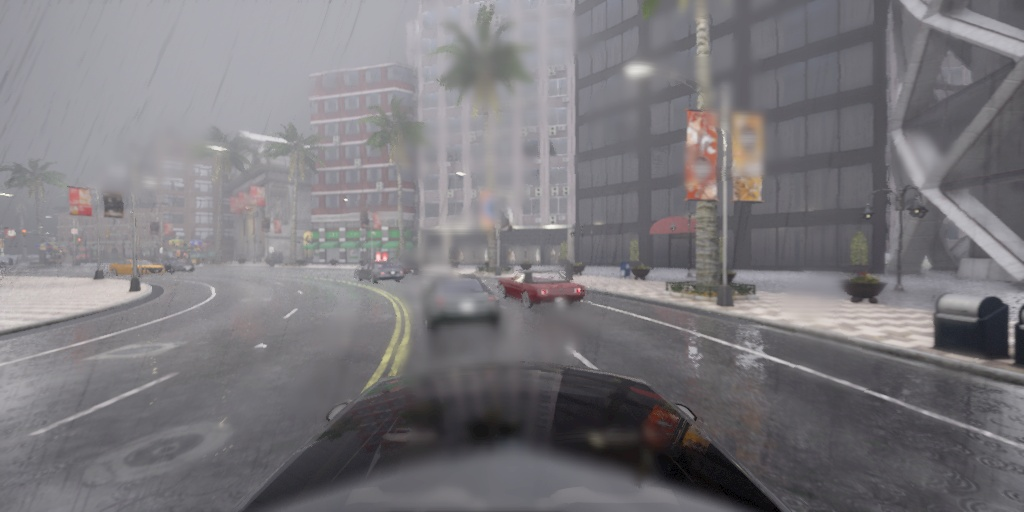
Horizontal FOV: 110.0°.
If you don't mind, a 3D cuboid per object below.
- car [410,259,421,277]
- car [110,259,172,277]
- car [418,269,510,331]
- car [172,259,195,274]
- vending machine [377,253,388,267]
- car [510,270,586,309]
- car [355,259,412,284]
[{"bbox_3d":[-9.376,0.988,29.911,1.837,1.490,4.892,0,0,-44],"label":"car"},{"bbox_3d":[-34.017,1.053,32.604,5.008,1.535,1.882,0,1,17],"label":"car"},{"bbox_3d":[-1.664,1.221,10.857,1.994,1.385,4.181,0,1,-16],"label":"car"},{"bbox_3d":[-34.676,1.027,36.455,4.902,1.511,2.128,0,1,16],"label":"car"},{"bbox_3d":[-16.123,0.550,44.522,0.880,2.100,1.100,0,0,30],"label":"vending machine"},{"bbox_3d":[0.919,1.208,14.195,1.895,1.301,4.718,0,1,-19],"label":"car"},{"bbox_3d":[-9.078,1.090,24.480,2.033,1.411,5.357,-1,1,-39],"label":"car"}]
